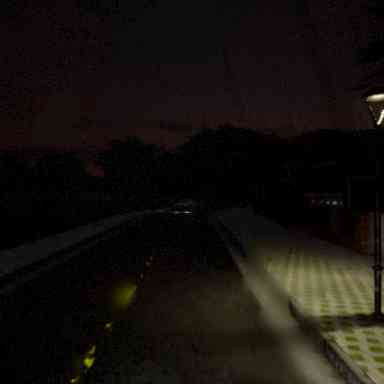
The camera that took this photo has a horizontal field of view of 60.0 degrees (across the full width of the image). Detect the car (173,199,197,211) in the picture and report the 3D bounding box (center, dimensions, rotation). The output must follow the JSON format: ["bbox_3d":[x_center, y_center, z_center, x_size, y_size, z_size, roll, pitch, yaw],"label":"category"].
[{"bbox_3d":[-0.705,1.569,40.683,1.812,1.442,4.674,0,-1,19],"label":"car"}]
